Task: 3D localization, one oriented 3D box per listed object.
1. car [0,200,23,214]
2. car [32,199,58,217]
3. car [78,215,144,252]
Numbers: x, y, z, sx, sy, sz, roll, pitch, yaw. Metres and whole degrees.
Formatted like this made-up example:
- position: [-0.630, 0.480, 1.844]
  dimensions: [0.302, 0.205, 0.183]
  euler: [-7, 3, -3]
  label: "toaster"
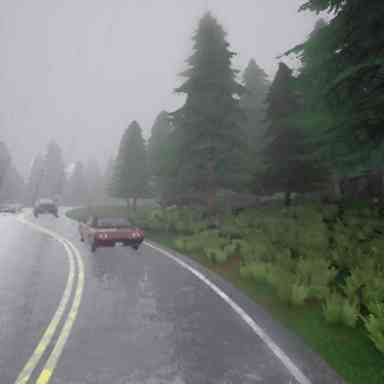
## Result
- position: [-17.579, 1.407, 31.722]
  dimensions: [1.895, 1.301, 4.718]
  euler: [1, 0, -18]
  label: "car"
- position: [-13.117, 1.381, 29.838]
  dimensions: [1.837, 1.490, 4.892]
  euler: [1, 0, -26]
  label: "car"
- position: [-3.606, 1.615, 14.110]
  dimensions: [1.895, 1.301, 4.718]
  euler: [2, -1, -26]
  label: "car"
